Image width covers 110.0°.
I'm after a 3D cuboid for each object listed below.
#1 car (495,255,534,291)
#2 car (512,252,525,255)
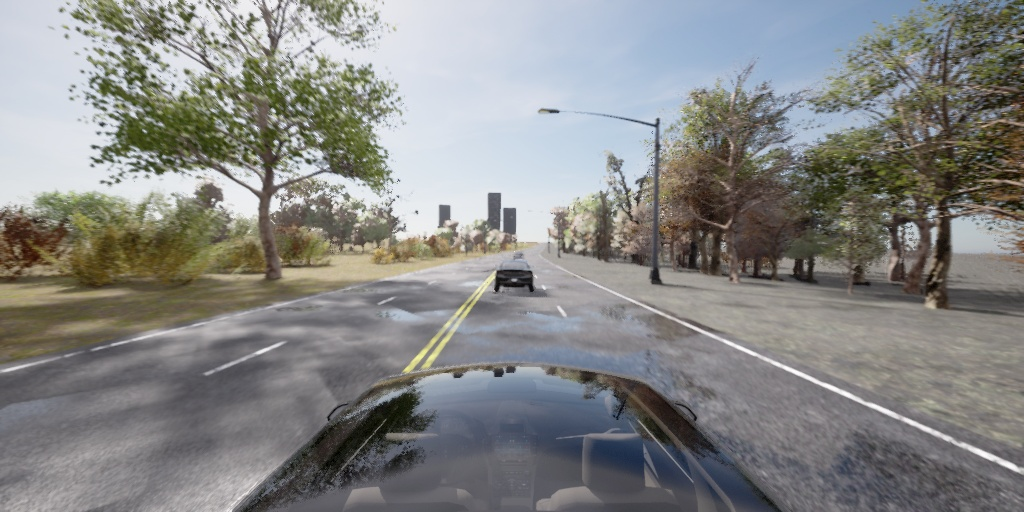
[{"bbox_3d":[0.126,0.917,19.068,1.882,1.535,5.008,1,1,0],"label":"car"},{"bbox_3d":[0.594,0.558,41.747,1.895,1.301,4.718,-1,2,2],"label":"car"}]
